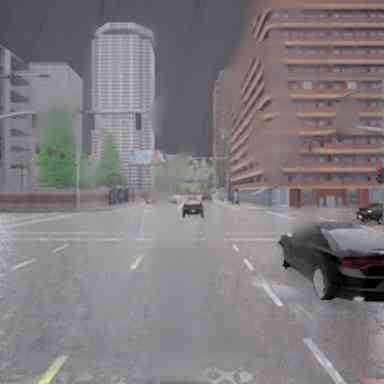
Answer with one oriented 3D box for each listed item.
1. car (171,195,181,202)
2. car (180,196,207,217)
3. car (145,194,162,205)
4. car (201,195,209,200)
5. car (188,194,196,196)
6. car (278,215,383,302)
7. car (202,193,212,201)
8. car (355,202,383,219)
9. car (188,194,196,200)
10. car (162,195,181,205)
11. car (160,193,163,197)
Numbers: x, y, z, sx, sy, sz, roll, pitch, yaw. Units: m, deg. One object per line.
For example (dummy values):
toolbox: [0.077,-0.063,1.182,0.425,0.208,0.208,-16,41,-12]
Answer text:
car: [-3.493,1.504,73.459,1.812,1.442,4.674,0,0,0]
car: [0.095,1.449,31.106,1.882,1.535,5.008,0,0,0]
car: [-7.039,1.475,58.187,2.128,1.511,4.902,0,0,1]
car: [3.508,1.552,89.041,1.895,1.301,4.718,0,0,0]
car: [0.007,1.328,80.264,2.097,1.767,4.553,0,0,0]
car: [3.578,1.475,8.331,1.882,1.535,5.008,0,0,0]
car: [3.507,1.197,79.473,2.150,2.045,5.566,0,0,0]
car: [13.843,1.441,23.097,4.892,1.490,1.837,0,0,-10]
car: [0.008,1.312,88.981,2.097,1.767,4.553,0,0,0]
car: [-3.540,1.547,58.113,1.994,1.385,4.181,0,0,1]
car: [-6.993,1.505,73.484,2.128,1.511,4.902,0,0,0]
